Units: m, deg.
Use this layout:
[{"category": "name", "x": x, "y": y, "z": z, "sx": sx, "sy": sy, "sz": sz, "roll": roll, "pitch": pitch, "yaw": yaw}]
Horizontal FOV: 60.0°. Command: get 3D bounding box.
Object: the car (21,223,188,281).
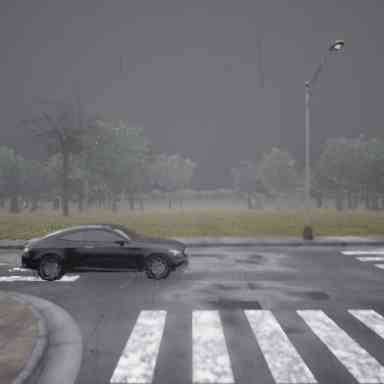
[{"category": "car", "x": -2.442, "y": 1.642, "z": 9.644, "sx": 4.674, "sy": 1.442, "sz": 1.812, "roll": -1, "pitch": -1, "yaw": 0}]
